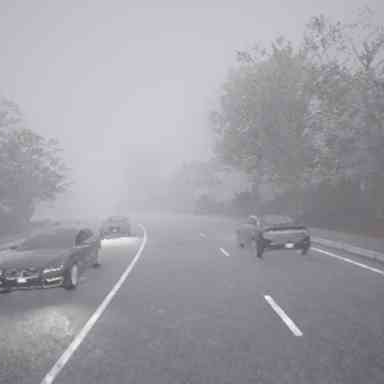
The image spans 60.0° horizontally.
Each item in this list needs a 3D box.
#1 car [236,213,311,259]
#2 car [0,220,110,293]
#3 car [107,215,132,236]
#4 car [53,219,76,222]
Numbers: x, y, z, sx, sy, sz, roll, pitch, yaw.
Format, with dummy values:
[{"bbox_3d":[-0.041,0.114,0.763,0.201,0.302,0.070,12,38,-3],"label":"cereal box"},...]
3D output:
[{"bbox_3d":[2.963,1.579,13.076,2.128,1.511,4.902,-2,-2,-4],"label":"car"},{"bbox_3d":[-3.995,1.825,9.966,1.837,1.490,4.892,-2,-1,-3],"label":"car"},{"bbox_3d":[-5.240,2.344,23.262,1.994,1.385,4.181,-3,-1,-9],"label":"car"},{"bbox_3d":[-8.637,2.530,22.449,1.895,1.301,4.718,-3,-2,-9],"label":"car"}]
